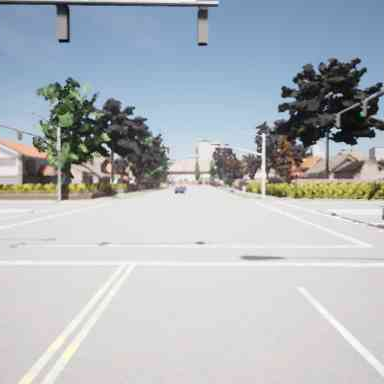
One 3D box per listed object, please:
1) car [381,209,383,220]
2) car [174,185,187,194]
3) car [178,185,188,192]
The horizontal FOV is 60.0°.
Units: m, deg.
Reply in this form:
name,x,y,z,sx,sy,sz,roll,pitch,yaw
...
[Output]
name,x,y,z,sx,sy,sz,roll,pitch,yaw
car,11.726,1.060,15.849,4.902,1.511,2.128,1,2,1
car,-2.302,-0.365,62.768,2.033,1.411,5.357,0,2,1
car,-2.080,-0.850,78.493,2.033,1.411,5.357,0,2,1
